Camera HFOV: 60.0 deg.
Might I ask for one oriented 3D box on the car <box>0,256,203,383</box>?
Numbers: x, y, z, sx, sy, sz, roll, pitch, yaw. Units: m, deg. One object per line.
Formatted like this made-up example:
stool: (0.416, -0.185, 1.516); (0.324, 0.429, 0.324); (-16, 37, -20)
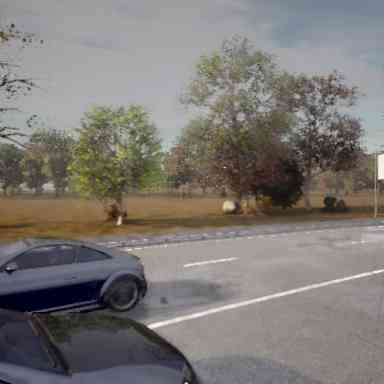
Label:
car: (-1.905, 1.554, 2.269); (4.181, 1.385, 1.994); (0, 0, -35)

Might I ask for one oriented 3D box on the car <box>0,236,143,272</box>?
car: (-2.920, 1.543, 6.071); (4.181, 1.385, 1.994); (0, 0, -35)
